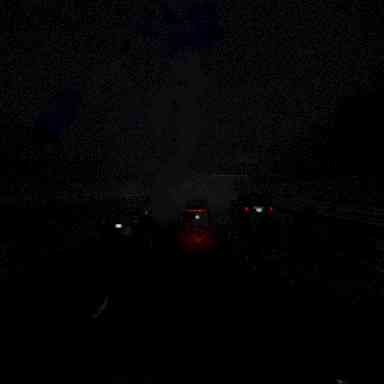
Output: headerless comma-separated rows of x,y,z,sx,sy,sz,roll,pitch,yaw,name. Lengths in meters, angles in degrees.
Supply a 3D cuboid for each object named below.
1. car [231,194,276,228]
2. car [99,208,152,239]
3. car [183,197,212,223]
3.840,1.116,21.435,2.150,2.045,5.566,0,0,1,car
-3.240,1.478,16.828,1.994,1.385,4.181,0,0,1,car
0.405,1.384,24.345,1.837,1.490,4.892,0,0,1,car
